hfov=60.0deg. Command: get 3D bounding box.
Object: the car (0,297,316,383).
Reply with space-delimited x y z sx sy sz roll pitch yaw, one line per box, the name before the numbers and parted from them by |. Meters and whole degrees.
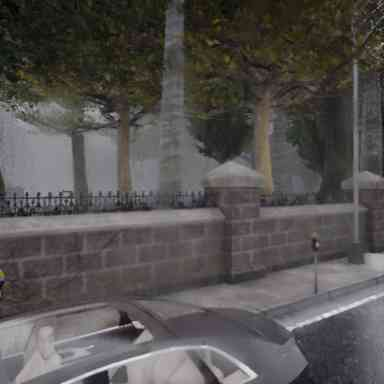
car | -1.026 1.551 2.084 4.403 1.369 2.008 0 0 -35
